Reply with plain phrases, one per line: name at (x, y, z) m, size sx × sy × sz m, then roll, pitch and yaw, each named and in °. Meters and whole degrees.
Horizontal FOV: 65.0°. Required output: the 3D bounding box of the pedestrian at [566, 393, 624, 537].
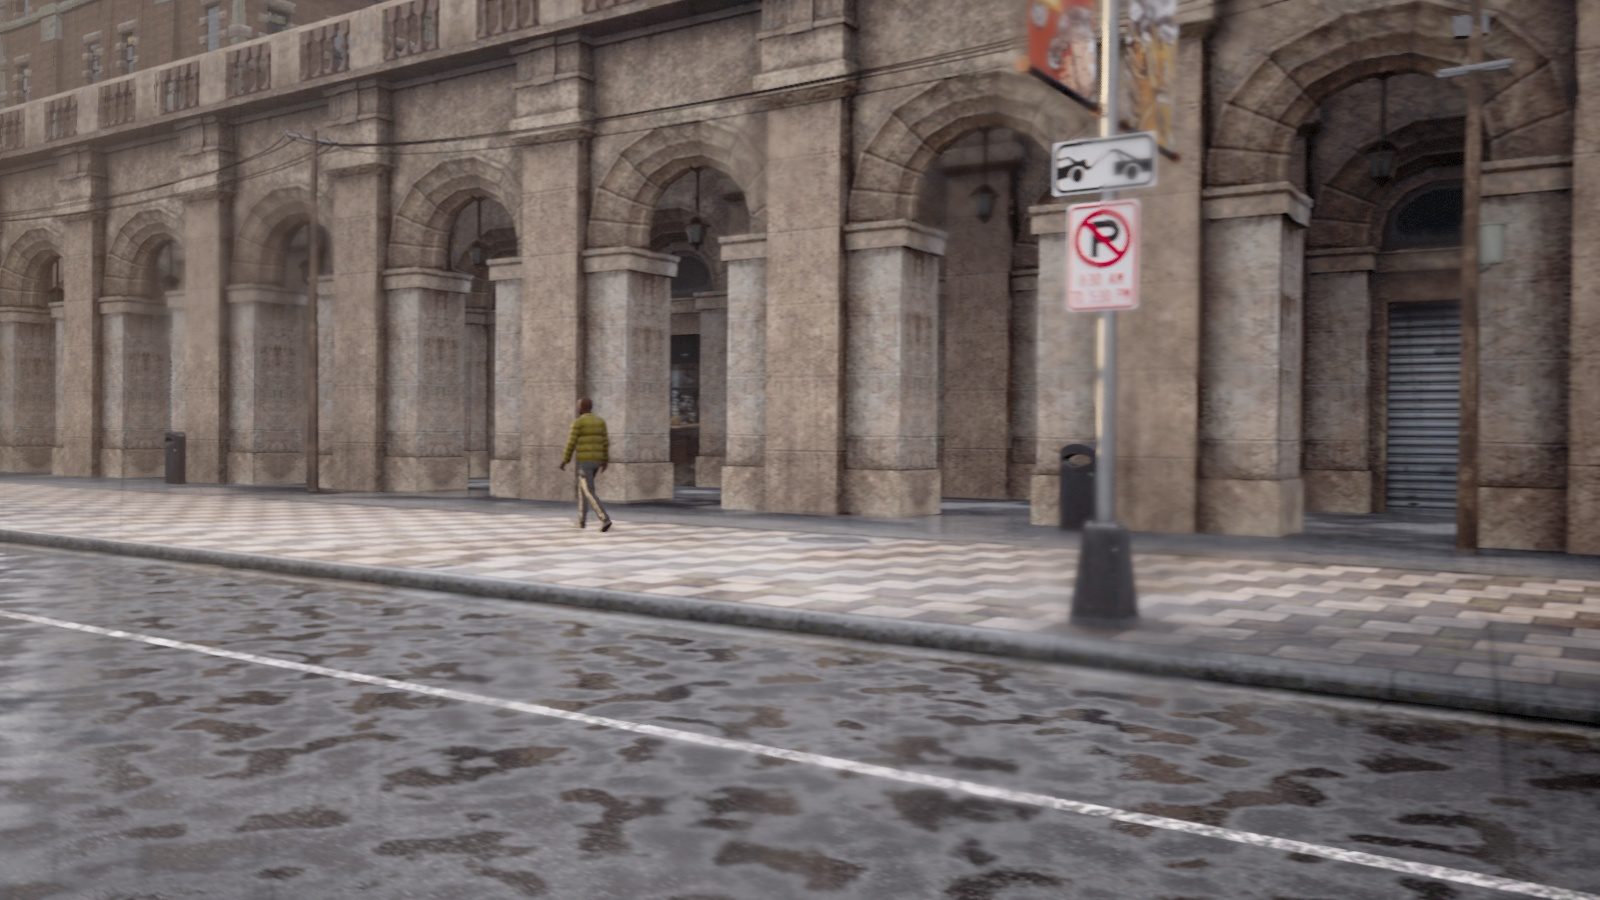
pedestrian at (-2.687, 0.188, 16.450) m, size 0.370 × 1.835 × 0.726 m, roll -1°, pitch 1°, yaw -45°
